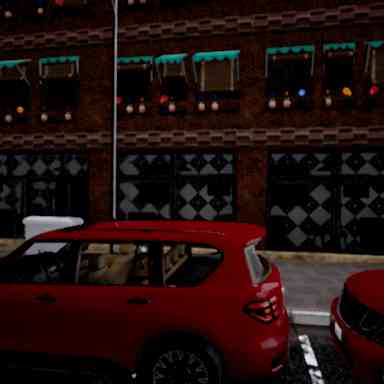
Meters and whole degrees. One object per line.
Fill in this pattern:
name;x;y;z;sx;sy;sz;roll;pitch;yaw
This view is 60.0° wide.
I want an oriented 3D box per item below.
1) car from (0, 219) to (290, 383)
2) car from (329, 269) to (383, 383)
car;-1.266;1.317;4.469;5.009;1.841;2.192;0;1;11
car;4.186;1.317;3.437;5.009;1.841;2.192;0;1;11
